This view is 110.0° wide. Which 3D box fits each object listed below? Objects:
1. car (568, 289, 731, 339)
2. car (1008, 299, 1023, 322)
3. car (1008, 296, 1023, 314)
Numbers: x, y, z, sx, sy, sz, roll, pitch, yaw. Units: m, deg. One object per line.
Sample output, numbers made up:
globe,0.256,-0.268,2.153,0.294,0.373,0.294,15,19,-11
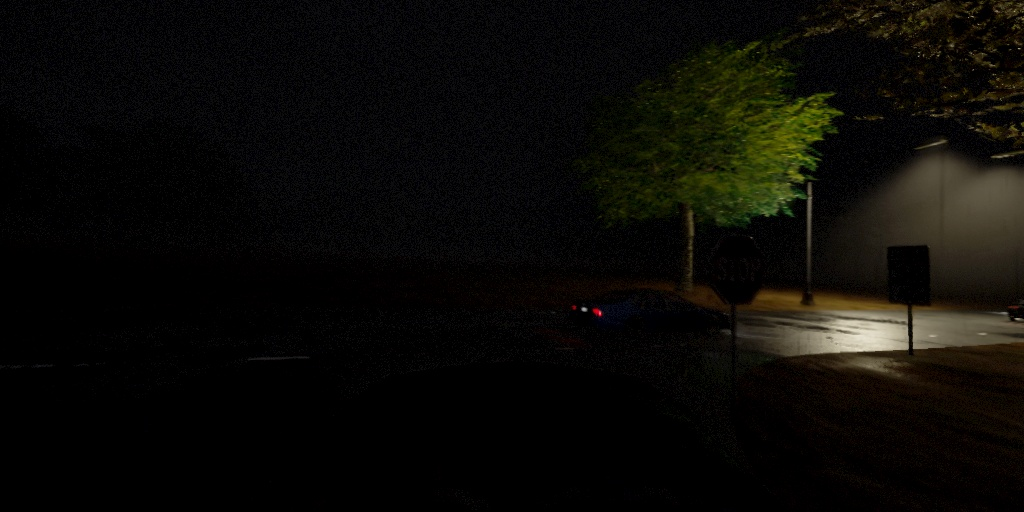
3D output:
car,4.494,1.797,11.587,5.357,1.411,2.033,4,-3,-20
car,32.845,3.369,21.990,5.008,1.535,1.882,3,-2,-20
car,43.715,4.099,29.706,4.181,1.385,1.994,3,-2,-20
